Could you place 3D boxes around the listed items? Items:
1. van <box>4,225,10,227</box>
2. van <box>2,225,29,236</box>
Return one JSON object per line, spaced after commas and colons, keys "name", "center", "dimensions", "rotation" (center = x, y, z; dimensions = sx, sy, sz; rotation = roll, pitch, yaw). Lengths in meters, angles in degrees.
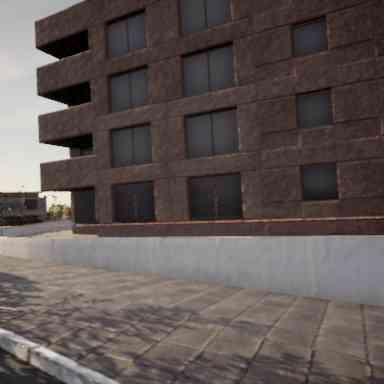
{"name": "van", "center": [-37.182, 7.555, 64.951], "dimensions": [4.442, 1.987, 1.878], "rotation": [-2, -8, 6]}
{"name": "van", "center": [-35.852, 7.862, 67.654], "dimensions": [4.442, 1.987, 1.878], "rotation": [-2, -8, 6]}
